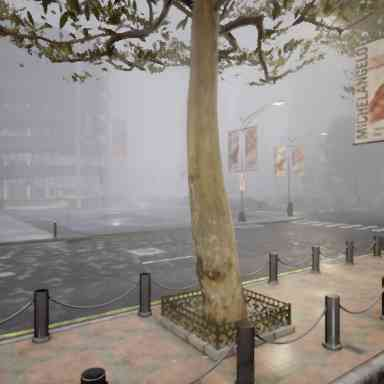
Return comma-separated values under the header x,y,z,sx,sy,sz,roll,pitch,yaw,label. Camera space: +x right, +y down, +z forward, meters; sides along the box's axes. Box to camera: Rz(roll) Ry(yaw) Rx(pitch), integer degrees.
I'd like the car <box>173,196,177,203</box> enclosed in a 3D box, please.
x,y,z,sx,sy,sz,roll,pitch,yaw,label
-3.275,1.486,64.969,4.902,1.511,2.128,0,0,44,car

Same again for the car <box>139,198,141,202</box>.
x,y,z,sx,sy,sz,roll,pitch,yaw,label
-9.589,1.518,74.201,4.674,1.442,1.812,0,0,26,car

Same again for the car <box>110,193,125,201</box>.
x,y,z,sx,sy,sz,roll,pitch,yaw,label
-18.867,1.540,77.822,4.718,1.301,1.895,0,0,11,car

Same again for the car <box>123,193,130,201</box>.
x,y,z,sx,sy,sz,roll,pitch,yaw,label
-17.935,1.160,81.196,5.566,2.045,2.150,0,0,11,car

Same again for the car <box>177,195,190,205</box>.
x,y,z,sx,sy,sz,roll,pitch,yaw,label
0.140,1.347,55.523,2.097,1.767,4.553,0,0,-38,car

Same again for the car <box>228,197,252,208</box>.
x,y,z,sx,sy,sz,roll,pitch,yaw,label
5.626,1.542,48.119,2.033,1.411,5.357,0,0,-36,car

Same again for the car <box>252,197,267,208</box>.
x,y,z,sx,sy,sz,roll,pitch,yaw,label
8.932,1.472,49.510,1.882,1.535,5.008,0,0,-37,car

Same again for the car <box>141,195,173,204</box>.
x,y,z,sx,sy,sz,roll,pitch,yaw,label
-6.685,1.542,63.376,5.357,1.411,2.033,0,0,41,car

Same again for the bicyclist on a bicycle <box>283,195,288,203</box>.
x,y,z,sx,sy,sz,roll,pitch,yaw,label
17.527,1.293,62.337,1.656,1.620,0.582,0,0,-36,bicyclist on a bicycle

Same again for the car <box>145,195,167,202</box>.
x,y,z,sx,sy,sz,roll,pitch,yaw,label
-8.377,1.519,77.501,4.902,1.511,2.128,0,0,26,car
